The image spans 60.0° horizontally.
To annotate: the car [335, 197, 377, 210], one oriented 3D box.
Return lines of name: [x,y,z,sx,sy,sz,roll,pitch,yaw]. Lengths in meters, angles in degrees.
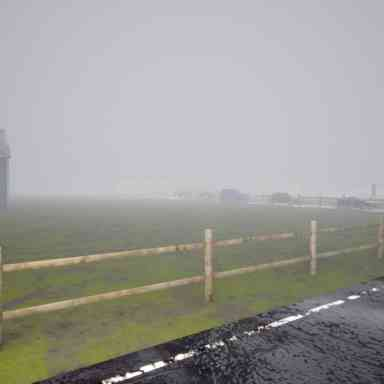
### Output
car: [18.361,1.216,37.336,1.994,1.385,4.181,0,1,-35]

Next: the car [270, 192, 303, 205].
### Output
car: [12.790,0.830,45.150,2.097,1.767,4.553,0,1,-35]

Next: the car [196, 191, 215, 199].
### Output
car: [2.751,0.597,65.460,1.837,1.490,4.892,0,1,-35]

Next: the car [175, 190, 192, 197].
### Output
car: [-1.814,0.362,71.802,1.837,1.490,4.892,0,1,-36]

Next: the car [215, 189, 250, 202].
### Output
car: [6.794,0.514,53.561,2.150,2.045,5.566,0,1,-35]
